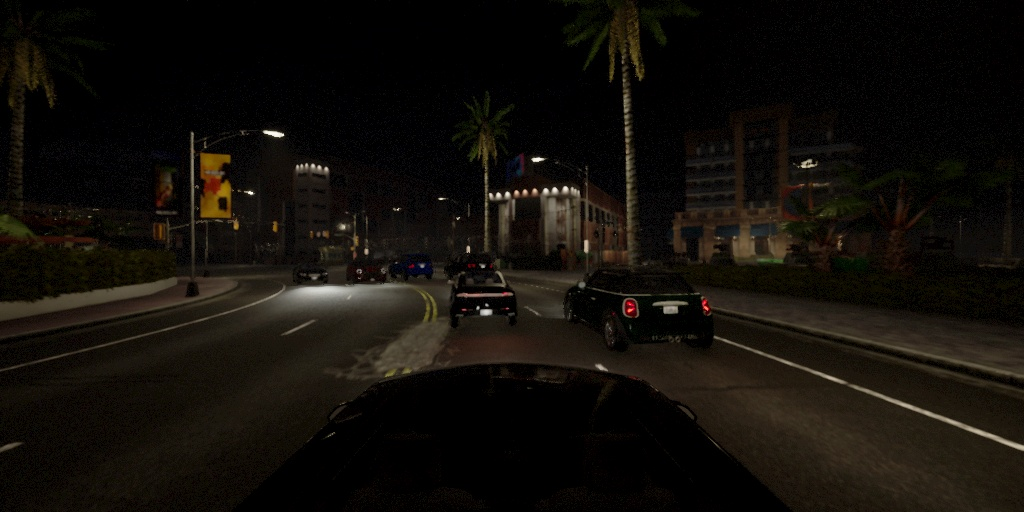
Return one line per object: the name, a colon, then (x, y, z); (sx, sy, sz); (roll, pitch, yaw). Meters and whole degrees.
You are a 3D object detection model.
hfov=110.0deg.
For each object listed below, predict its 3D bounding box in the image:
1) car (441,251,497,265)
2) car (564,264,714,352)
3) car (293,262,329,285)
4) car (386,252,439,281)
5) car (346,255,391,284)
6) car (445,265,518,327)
car: (-3.426, 0.865, 28.084); (2.150, 2.045, 5.566); (0, 0, -30)
car: (2.825, 1.058, 9.074); (2.097, 1.767, 4.553); (0, 0, -7)
car: (-14.367, 1.190, 25.550); (2.128, 1.511, 4.902); (0, 0, -35)
car: (-8.259, 0.879, 29.192); (2.150, 2.045, 5.566); (0, 0, -34)
car: (-10.714, 1.032, 26.279); (2.097, 1.767, 4.553); (0, 0, -33)
car: (-1.029, 1.201, 11.466); (2.128, 1.511, 4.902); (0, 0, -9)
